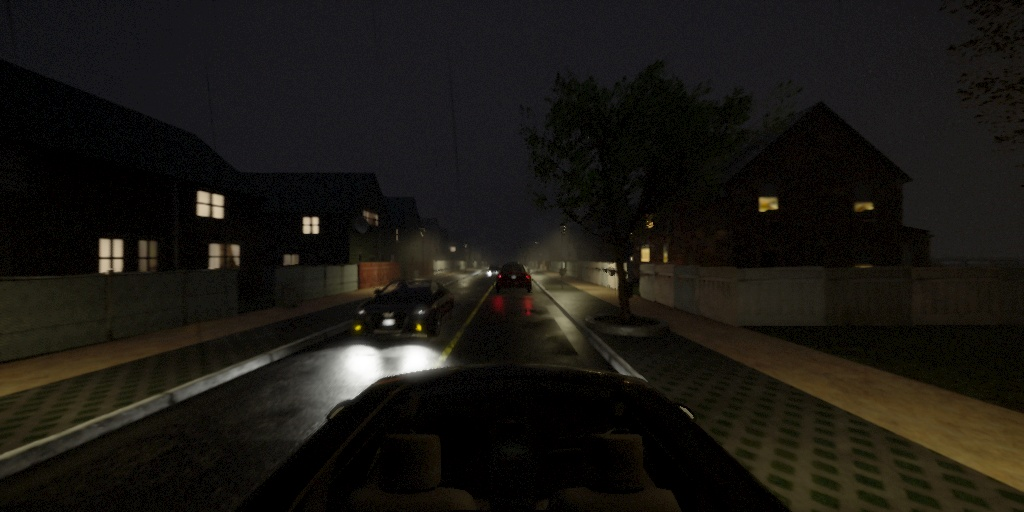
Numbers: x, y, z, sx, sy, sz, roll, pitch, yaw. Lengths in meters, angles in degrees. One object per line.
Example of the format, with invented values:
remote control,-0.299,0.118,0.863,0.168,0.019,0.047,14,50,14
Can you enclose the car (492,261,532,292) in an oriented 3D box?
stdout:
car,0.100,1.227,22.279,2.097,1.767,4.553,0,0,0

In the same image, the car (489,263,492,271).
car,-2.749,1.817,58.513,1.895,1.301,4.718,0,-1,0

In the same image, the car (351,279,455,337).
car,-2.849,1.358,10.260,1.994,1.385,4.181,0,0,0
